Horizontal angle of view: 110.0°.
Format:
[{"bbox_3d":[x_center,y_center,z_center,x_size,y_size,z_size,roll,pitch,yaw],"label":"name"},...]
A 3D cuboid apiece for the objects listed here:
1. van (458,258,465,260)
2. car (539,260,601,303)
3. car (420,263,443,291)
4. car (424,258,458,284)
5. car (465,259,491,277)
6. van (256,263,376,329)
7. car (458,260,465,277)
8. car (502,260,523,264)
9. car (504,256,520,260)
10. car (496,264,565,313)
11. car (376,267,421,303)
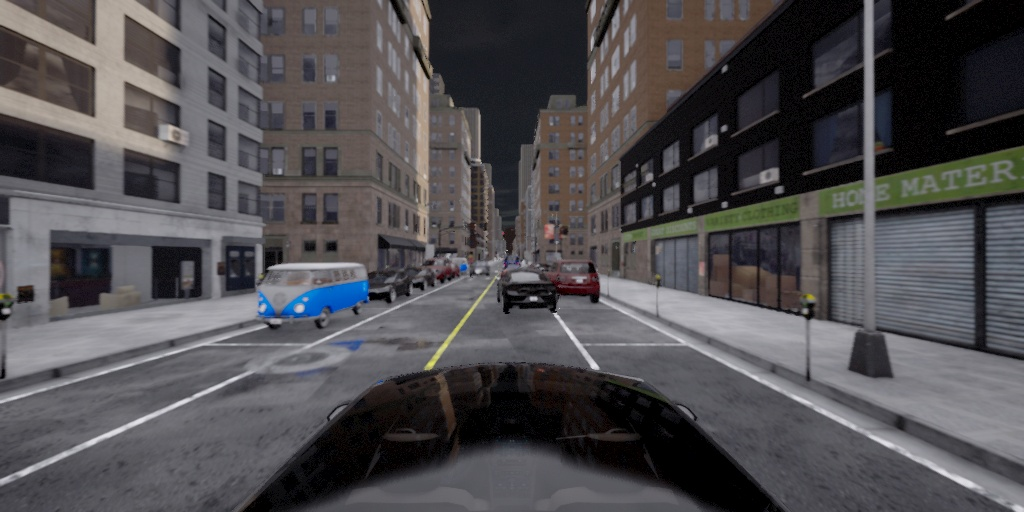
[{"bbox_3d":[-5.857,1.113,38.920,1.690,1.789,3.998,0,0,0],"label":"van"},{"bbox_3d":[2.667,1.076,16.582,2.192,1.841,5.009,0,0,0],"label":"car"},{"bbox_3d":[-5.858,1.330,22.163,1.948,1.339,4.313,0,0,0],"label":"car"},{"bbox_3d":[-5.857,1.081,27.748,2.192,1.841,5.009,0,0,0],"label":"car"},{"bbox_3d":[-3.070,1.264,35.148,2.128,1.511,4.902,0,0,0],"label":"car"},{"bbox_3d":[-5.858,1.098,10.991,1.690,1.789,3.998,0,0,0],"label":"van"},{"bbox_3d":[-5.857,1.315,33.335,1.888,1.381,4.507,0,0,0],"label":"car"},{"bbox_3d":[0.107,1.333,31.288,1.994,1.385,4.181,0,0,-1],"label":"car"},{"bbox_3d":[0.013,0.996,41.526,2.150,2.045,5.566,0,0,1],"label":"car"},{"bbox_3d":[0.462,1.237,14.132,1.882,1.535,5.008,0,0,-6],"label":"car"},{"bbox_3d":[-5.858,1.326,16.576,1.948,1.339,4.313,0,0,0],"label":"car"}]
